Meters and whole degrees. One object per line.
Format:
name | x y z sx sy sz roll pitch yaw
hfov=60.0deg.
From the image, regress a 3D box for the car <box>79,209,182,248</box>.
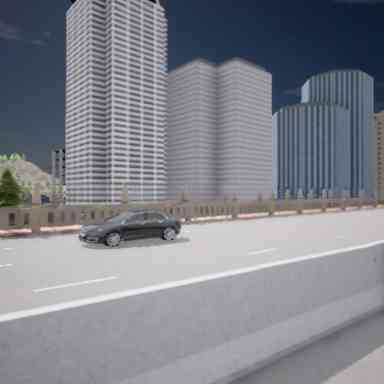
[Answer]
car | -2.707 1.590 15.423 4.892 1.490 1.837 0 0 -40
